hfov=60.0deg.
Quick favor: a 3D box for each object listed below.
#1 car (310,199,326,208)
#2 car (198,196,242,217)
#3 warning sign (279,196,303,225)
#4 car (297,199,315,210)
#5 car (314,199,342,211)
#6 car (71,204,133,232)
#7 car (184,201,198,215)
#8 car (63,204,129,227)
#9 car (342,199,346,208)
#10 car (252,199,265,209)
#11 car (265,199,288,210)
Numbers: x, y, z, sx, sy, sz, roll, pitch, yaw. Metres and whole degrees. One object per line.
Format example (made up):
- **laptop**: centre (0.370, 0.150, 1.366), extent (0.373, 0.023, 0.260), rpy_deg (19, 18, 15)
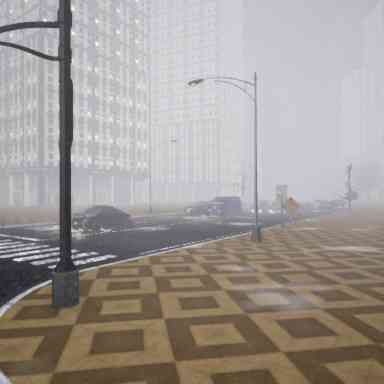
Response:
- **car**: centre (21.466, 1.902, 56.514), extent (1.812, 1.442, 4.674), rpy_deg (0, 0, 31)
- **car**: centre (3.267, 1.448, 34.528), extent (2.150, 2.045, 5.566), rpy_deg (0, -1, 34)
- **warning sign**: centre (6.824, 1.250, 22.958), extent (1.300, 1.860, 1.060), rpy_deg (0, 0, 34)
- **car**: centre (16.002, 1.919, 47.546), extent (1.895, 1.301, 4.718), rpy_deg (0, 0, 32)
- **car**: centre (18.796, 1.852, 45.886), extent (2.033, 1.411, 5.357), rpy_deg (0, 0, 31)
- **car**: centre (-5.755, 1.685, 21.310), extent (1.994, 1.385, 4.181), rpy_deg (0, -1, 35)
- **car**: centre (0.981, 1.735, 36.943), extent (2.128, 1.511, 4.902), rpy_deg (0, -1, 34)
- **car**: centre (-7.108, 1.677, 25.088), extent (1.812, 1.442, 4.674), rpy_deg (0, -1, 34)
- **car**: centre (24.191, 1.839, 54.740), extent (1.882, 1.535, 5.008), rpy_deg (0, 0, 31)
- **car**: centre (11.000, 1.857, 51.918), extent (2.128, 1.511, 4.902), rpy_deg (0, -1, 32)
- **car**: centre (12.956, 1.682, 48.976), extent (2.097, 1.767, 4.553), rpy_deg (0, 0, 33)
